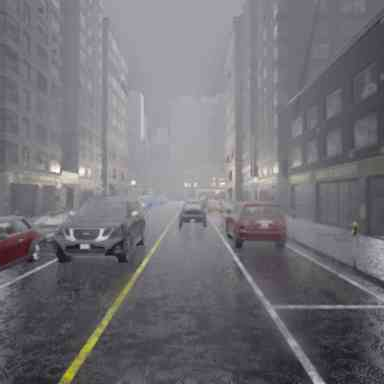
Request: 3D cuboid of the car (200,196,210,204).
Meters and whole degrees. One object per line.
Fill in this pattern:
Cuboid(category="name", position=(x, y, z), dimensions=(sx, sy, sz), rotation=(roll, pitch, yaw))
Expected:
Cuboid(category="car", position=(2.634, 1.566, 69.430), dimensions=(1.967, 1.590, 4.097), rotation=(1, 0, 0))

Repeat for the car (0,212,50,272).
Cuboid(category="car", position=(-5.851, 1.439, 9.123), dimensions=(1.967, 1.590, 4.097), rotation=(1, 0, 0))

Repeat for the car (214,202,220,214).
Cuboid(category="car", position=(2.665, 1.554, 20.087), dimensions=(2.008, 1.369, 4.403), rotation=(1, 0, 0))

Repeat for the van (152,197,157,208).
Cuboid(category="van", position=(-5.872, 1.378, 42.015), dimensions=(1.690, 1.788, 3.998), rotation=(1, 0, 0))

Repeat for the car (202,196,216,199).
Cuboid(category="car", position=(2.650, 1.588, 42.017), dimensions=(2.008, 1.369, 4.403), rotation=(1, 0, 0))

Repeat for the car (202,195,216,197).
Cuboid(category="car", position=(2.649, 1.367, 47.499), dimensions=(2.192, 1.841, 5.009), rotation=(1, 0, 0))

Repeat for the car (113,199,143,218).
Cuboid(category="car", position=(-5.866, 1.455, 31.051), dimensions=(1.967, 1.590, 4.097), rotation=(1, 0, 0))

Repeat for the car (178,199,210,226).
Cuboid(category="car", position=(0.065, 1.512, 23.153), dimensions=(1.837, 1.490, 4.892), rotation=(0, 1, 0))

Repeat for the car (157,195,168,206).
Cuboid(category="car", position=(-5.885, 1.653, 58.461), dimensions=(1.947, 1.339, 4.313), rotation=(1, 0, 0))

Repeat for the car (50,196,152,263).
Cuboid(category="car", position=(-3.047, 1.223, 12.292), dimensions=(2.150, 2.045, 5.566), rotation=(0, 0, 0))

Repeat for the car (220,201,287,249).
Cuboid(category="car", position=(2.672, 1.315, 14.605), dimensions=(2.192, 1.841, 5.009), rotation=(1, 0, 0))

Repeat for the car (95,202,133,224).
Cuboid(category="car", position=(-5.863, 1.552, 25.568), dimensions=(1.887, 1.381, 4.507), rotation=(1, 0, 0))

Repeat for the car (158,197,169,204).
Cuboid(category="car", position=(-5.892, 1.670, 69.425), dimensions=(1.887, 1.381, 4.507), rotation=(1, 0, 0))

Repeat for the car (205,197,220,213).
Cuboid(category="car", position=(2.654, 1.550, 36.703), dimensions=(1.752, 1.417, 4.829), rotation=(1, 0, 0))

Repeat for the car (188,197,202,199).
Cuboid(category="car", position=(0.064, 1.546, 42.562), dimensions=(1.837, 1.490, 4.892), rotation=(0, 0, 0))

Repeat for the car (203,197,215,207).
Cuboid(category="car", position=(2.643, 1.595, 53.152), dimensions=(1.752, 1.417, 4.829), rotation=(1, 0, 0))

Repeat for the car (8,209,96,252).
Cuboid(category="car", position=(-5.856, 1.551, 14.605), dimensions=(2.008, 1.369, 4.403), rotation=(1, 0, 0))

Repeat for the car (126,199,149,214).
Cuboid(category="car", position=(-5.870, 1.550, 36.361), dimensions=(1.752, 1.417, 4.829), rotation=(1, 0, 0))

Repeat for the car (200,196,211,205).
Cuboid(category="car", position=(2.638, 1.547, 63.947), dimensions=(1.967, 1.590, 4.097), rotation=(1, 0, 0))

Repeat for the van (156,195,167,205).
Cuboid(category="van", position=(-5.886, 1.448, 63.944), dimensions=(1.690, 1.788, 3.998), rotation=(1, 0, 0))
